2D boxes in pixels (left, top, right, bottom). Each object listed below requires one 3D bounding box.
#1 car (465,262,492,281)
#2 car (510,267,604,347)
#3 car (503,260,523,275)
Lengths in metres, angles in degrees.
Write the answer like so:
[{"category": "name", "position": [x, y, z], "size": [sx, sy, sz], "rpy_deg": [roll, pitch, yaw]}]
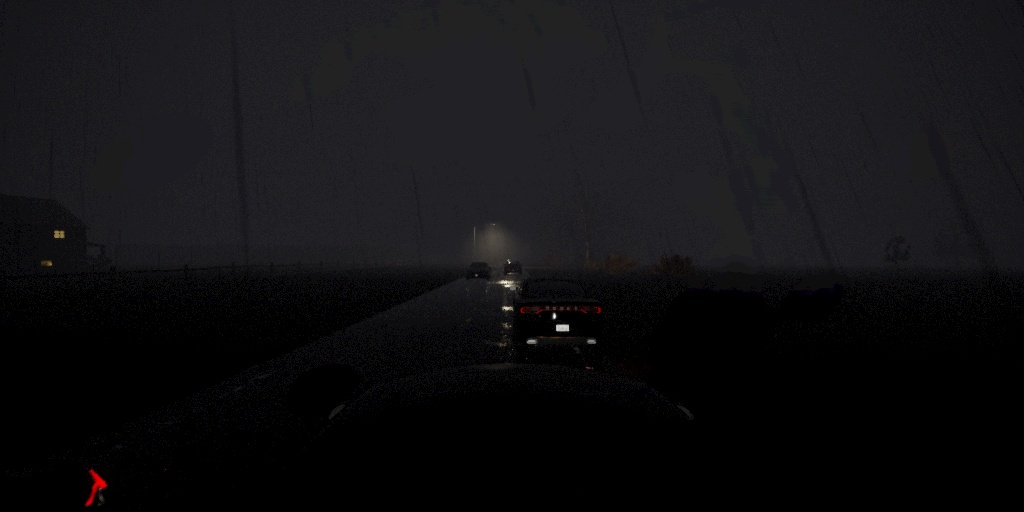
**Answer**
[{"category": "car", "position": [-2.738, 1.249, 30.036], "size": [1.837, 1.490, 4.892], "rpy_deg": [0, 0, 0]}, {"category": "car", "position": [0.969, 1.226, 9.330], "size": [1.882, 1.535, 5.008], "rpy_deg": [0, 0, 0]}, {"category": "car", "position": [0.101, 1.234, 38.691], "size": [2.128, 1.511, 4.902], "rpy_deg": [0, 0, 0]}]
